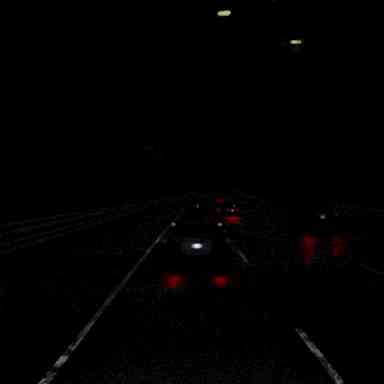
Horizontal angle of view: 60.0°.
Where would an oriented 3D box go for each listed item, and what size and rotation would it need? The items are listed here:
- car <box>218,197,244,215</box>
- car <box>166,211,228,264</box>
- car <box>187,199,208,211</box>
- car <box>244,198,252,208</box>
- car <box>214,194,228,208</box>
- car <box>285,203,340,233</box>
[{"bbox_3d":[4.146,1.620,35.802,1.837,1.490,4.892,0,0,2],"label":"car"},{"bbox_3d":[0.170,1.601,12.031,1.994,1.385,4.181,0,0,1],"label":"car"},{"bbox_3d":[0.605,1.456,34.493,2.097,1.767,4.553,0,0,2],"label":"car"},{"bbox_3d":[8.242,1.724,52.546,2.033,1.411,5.357,0,0,3],"label":"car"},{"bbox_3d":[4.747,1.390,52.324,2.150,2.045,5.566,0,0,3],"label":"car"},{"bbox_3d":[7.285,1.426,20.547,2.097,1.767,4.553,0,0,1],"label":"car"}]
